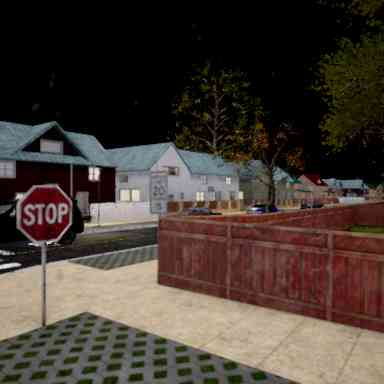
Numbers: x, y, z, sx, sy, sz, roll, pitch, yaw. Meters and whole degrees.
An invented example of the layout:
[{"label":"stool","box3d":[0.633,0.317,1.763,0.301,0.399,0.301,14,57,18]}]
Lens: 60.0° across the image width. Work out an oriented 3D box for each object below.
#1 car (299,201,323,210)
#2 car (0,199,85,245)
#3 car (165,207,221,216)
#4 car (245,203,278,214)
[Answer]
[{"label":"car","box3d":[16.380,1.906,45.379,2.033,1.411,5.357,0,0,37]},{"label":"car","box3d":[-7.193,1.296,13.907,2.150,2.045,5.566,0,0,35]},{"label":"car","box3d":[0.096,1.796,23.871,1.895,1.301,4.718,0,0,37]},{"label":"car","box3d":[7.027,1.830,33.073,1.812,1.442,4.674,0,0,37]}]
